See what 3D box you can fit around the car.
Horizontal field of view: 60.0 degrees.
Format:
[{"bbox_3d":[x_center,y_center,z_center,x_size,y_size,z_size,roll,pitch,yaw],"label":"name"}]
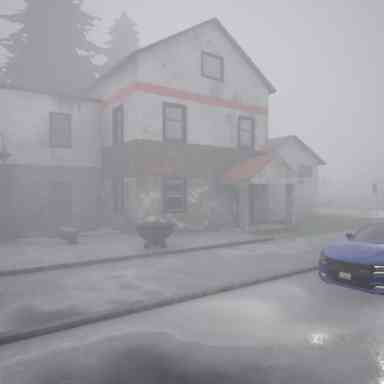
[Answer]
[{"bbox_3d":[5.200,1.451,8.350,5.008,1.535,1.882,0,0,-36],"label":"car"}]
